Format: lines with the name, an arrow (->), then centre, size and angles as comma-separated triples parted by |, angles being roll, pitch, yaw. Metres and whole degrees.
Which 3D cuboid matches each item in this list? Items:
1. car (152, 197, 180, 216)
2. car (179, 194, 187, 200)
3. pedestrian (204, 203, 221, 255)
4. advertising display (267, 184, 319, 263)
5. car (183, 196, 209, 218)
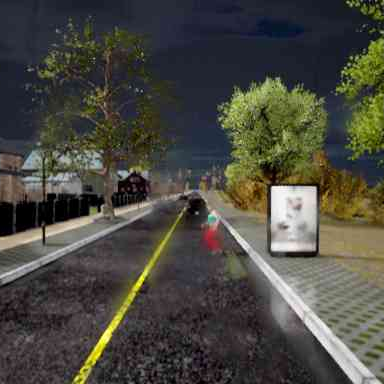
car -> -2.458, 1.372, 30.413 | 2.033, 1.411, 5.357 | 0, 0, 1
car -> -1.845, 1.150, 70.207 | 1.994, 1.385, 4.181 | 0, 0, 1
pedestrian -> 0.699, 1.227, 11.444 | 0.375, 1.860, 0.375 | 0, 0, -5
advertising display -> 3.146, 0.964, 10.394 | 1.540, 2.440, 0.280 | 0, 0, 1
car -> 0.436, 1.344, 28.103 | 1.837, 1.490, 4.892 | 0, 1, 1
